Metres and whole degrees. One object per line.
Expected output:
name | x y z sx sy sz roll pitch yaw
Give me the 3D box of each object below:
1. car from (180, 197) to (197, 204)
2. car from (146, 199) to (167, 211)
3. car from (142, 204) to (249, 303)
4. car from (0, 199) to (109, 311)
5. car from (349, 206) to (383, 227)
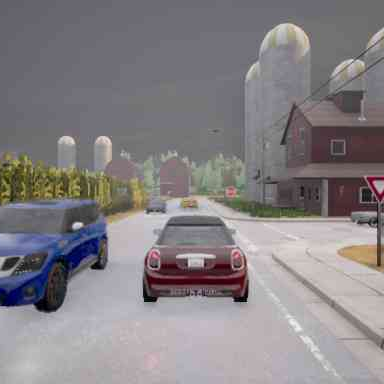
car | -0.532 1.492 46.563 1.882 1.535 5.008 0 0 -10
car | -3.614 1.515 34.586 1.837 1.490 4.892 0 0 0
car | 0.076 1.354 8.365 2.097 1.767 4.553 0 0 0
car | -3.609 1.224 8.090 2.150 2.045 5.566 0 0 0
car | 12.937 1.581 21.711 4.718 1.301 1.895 0 0 -1
